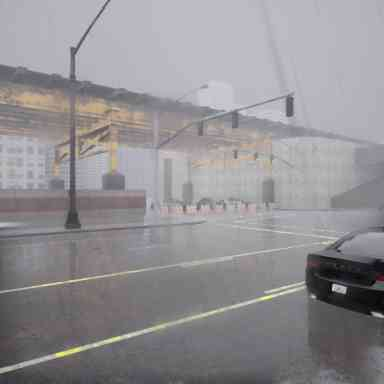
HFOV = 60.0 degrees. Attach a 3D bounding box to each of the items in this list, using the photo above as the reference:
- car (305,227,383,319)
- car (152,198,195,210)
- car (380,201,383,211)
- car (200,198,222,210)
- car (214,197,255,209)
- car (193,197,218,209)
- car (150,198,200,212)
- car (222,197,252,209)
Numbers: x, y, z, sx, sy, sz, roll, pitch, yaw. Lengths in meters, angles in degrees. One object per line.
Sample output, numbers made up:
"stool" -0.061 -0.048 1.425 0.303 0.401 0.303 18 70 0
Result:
"car" 4.486 1.478 7.043 5.008 1.535 1.882 0 0 -36
"car" -2.061 1.295 37.246 4.536 1.218 1.853 0 0 8
"car" 24.243 1.491 39.771 4.902 1.511 2.128 0 0 -37
"car" 1.712 1.453 39.957 2.038 1.542 4.974 0 0 18
"car" 5.590 1.453 43.750 4.974 1.542 2.038 0 0 -7
"car" 1.727 1.295 40.006 1.853 1.218 4.536 0 0 18
"car" -2.010 1.453 37.240 4.974 1.542 2.038 0 0 8
"car" 5.538 1.295 43.743 4.536 1.218 1.853 0 0 -7
